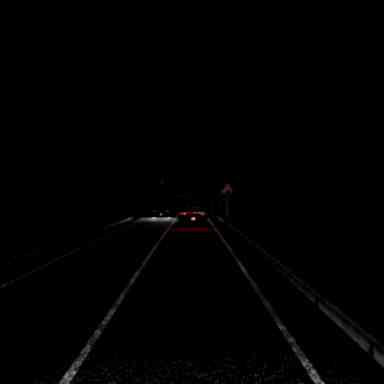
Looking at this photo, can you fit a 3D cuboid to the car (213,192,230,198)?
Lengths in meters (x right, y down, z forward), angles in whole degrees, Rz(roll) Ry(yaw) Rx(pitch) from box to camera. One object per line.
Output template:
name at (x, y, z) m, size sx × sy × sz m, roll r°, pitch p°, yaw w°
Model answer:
car at (8.134, 0.797, 92.786) m, size 4.674 × 1.452 × 2.002 m, roll 0°, pitch 2°, yaw -1°

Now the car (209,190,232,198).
car at (7.978, 0.851, 90.027) m, size 5.366 × 1.575 × 1.946 m, roll 0°, pitch 2°, yaw -1°

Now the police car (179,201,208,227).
police car at (0.085, 1.656, 24.425) m, size 2.038 × 1.542 × 4.974 m, roll 0°, pitch -1°, yaw 0°

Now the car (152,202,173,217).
car at (-3.020, 1.809, 34.929) m, size 2.033 × 1.411 × 5.357 m, roll 0°, pitch 0°, yaw 0°

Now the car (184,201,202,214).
car at (0.109, 1.818, 40.386) m, size 2.033 × 1.411 × 5.357 m, roll 0°, pitch -1°, yaw 1°
